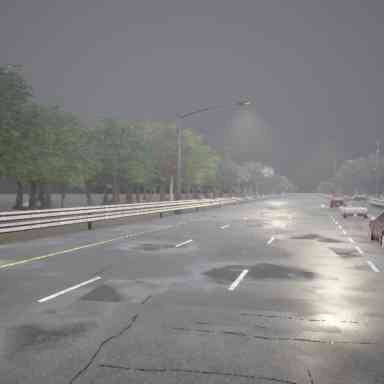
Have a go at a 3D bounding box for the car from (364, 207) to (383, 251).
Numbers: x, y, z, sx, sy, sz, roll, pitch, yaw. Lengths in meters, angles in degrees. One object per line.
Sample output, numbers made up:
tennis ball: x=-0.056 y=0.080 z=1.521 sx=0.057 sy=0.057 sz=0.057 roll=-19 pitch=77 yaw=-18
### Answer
car: x=8.590 y=1.494 z=13.596 sx=1.882 sy=1.535 sz=5.008 roll=0 pitch=0 yaw=20

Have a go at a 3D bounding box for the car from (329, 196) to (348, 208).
car: x=20.766 y=1.473 z=47.524 sx=1.882 sy=1.535 sz=5.008 roll=0 pitch=0 yaw=21

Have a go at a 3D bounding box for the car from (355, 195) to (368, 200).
car: x=40.255 y=1.465 z=78.943 sx=1.882 sy=1.535 sz=5.008 roll=0 pitch=0 yaw=44

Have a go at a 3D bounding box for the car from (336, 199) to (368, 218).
car: x=14.365 y=1.598 z=29.737 sx=1.895 sy=1.301 sz=4.718 roll=0 pitch=0 yaw=20
